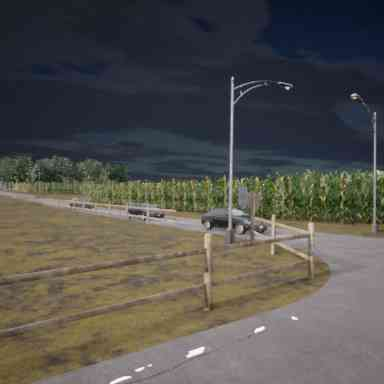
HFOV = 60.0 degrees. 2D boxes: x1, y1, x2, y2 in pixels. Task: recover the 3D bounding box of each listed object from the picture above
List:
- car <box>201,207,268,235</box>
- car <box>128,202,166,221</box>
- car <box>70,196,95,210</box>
[{"bbox_3d":[2.429,1.683,20.239,1.812,1.442,4.674,2,-1,-37],"label":"car"},{"bbox_3d":[-4.140,1.665,29.379,1.837,1.490,4.892,2,-1,-35],"label":"car"},{"bbox_3d":[-14.459,1.443,43.939,2.097,1.767,4.553,2,-1,-35],"label":"car"}]
